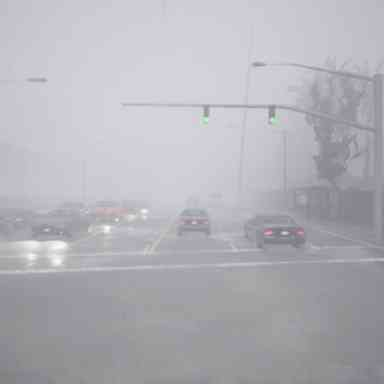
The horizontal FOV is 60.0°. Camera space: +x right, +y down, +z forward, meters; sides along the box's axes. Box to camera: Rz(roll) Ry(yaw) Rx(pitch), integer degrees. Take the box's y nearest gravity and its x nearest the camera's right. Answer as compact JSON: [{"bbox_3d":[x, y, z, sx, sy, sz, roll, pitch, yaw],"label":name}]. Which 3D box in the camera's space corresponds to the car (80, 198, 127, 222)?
[{"bbox_3d":[-7.016,1.440,26.878,2.097,1.767,4.553,0,0,0],"label":"car"}]

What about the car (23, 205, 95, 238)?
[{"bbox_3d":[-7.066,1.659,18.200,1.994,1.385,4.181,0,0,0],"label":"car"}]

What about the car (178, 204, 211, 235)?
[{"bbox_3d":[0.122,1.646,19.563,2.033,1.411,5.357,0,0,0],"label":"car"}]

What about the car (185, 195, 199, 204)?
[{"bbox_3d":[0.052,1.288,50.900,2.097,1.767,4.553,0,1,0],"label":"car"}]

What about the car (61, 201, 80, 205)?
[{"bbox_3d":[-10.492,1.587,28.943,1.837,1.490,4.892,0,0,0],"label":"car"}]

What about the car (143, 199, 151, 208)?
[{"bbox_3d":[-6.953,1.571,46.714,1.895,1.301,4.718,0,1,0],"label":"car"}]

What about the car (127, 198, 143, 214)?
[{"bbox_3d":[-6.963,1.555,36.730,1.837,1.490,4.892,0,0,0],"label":"car"}]

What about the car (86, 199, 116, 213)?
[{"bbox_3d":[-10.460,1.581,38.807,2.033,1.411,5.357,0,0,0],"label":"car"}]

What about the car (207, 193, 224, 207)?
[{"bbox_3d":[3.552,1.162,50.756,2.150,2.045,5.566,0,1,0],"label":"car"}]

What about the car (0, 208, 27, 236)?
[{"bbox_3d":[-10.567,1.641,19.409,2.033,1.411,5.357,0,0,0],"label":"car"}]

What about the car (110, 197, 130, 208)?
[{"bbox_3d":[-10.450,1.510,48.790,1.994,1.385,4.181,0,1,0],"label":"car"}]

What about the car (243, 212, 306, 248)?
[{"bbox_3d":[3.617,1.651,15.429,2.033,1.411,5.357,0,0,0],"label":"car"}]
